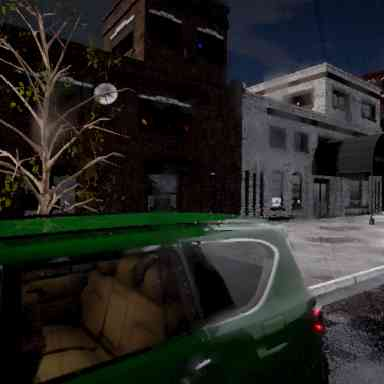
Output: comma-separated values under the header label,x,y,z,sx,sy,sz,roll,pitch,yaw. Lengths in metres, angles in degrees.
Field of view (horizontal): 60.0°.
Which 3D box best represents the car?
label,x,y,z,sx,sy,sz,roll,pitch,yaw
car,-1.437,1.221,2.070,5.566,2.045,2.150,0,0,-36
